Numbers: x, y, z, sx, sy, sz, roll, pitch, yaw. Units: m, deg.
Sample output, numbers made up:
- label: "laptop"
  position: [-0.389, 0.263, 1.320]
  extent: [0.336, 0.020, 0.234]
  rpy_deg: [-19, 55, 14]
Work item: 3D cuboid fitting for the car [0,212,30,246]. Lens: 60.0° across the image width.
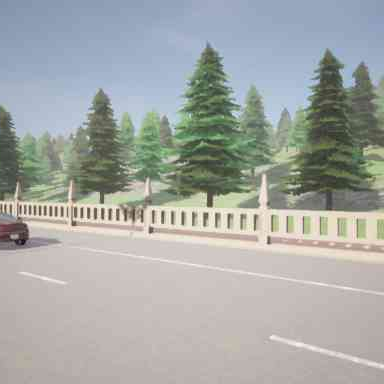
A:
- label: "car"
  position: [-8.704, 1.530, 13.986]
  extent: [4.674, 1.442, 1.812]
  rpy_deg: [0, 0, 33]
